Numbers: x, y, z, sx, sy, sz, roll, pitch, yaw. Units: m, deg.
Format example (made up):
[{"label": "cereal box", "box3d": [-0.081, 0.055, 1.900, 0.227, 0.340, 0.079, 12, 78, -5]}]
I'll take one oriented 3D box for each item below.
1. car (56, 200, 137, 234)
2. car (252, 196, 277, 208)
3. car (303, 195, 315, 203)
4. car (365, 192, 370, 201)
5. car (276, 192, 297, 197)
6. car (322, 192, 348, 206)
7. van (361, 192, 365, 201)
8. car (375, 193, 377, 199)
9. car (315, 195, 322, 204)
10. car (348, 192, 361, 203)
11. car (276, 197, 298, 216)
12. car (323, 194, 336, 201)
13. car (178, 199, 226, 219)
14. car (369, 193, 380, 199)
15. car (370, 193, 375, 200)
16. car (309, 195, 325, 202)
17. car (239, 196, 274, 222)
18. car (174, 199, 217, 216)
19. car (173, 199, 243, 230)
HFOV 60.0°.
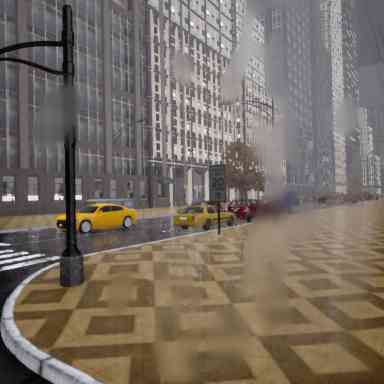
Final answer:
[{"label": "car", "box3d": [-5.436, 1.441, 19.406, 1.882, 1.535, 5.008, -2, -1, 35]}, {"label": "car", "box3d": [10.089, 1.328, 46.308, 1.967, 1.590, 4.097, -2, -1, 35]}, {"label": "car", "box3d": [22.860, 1.233, 64.682, 1.967, 1.590, 4.097, -2, -1, 35]}, {"label": "car", "box3d": [32.709, 0.980, 64.669, 1.967, 1.590, 4.097, -2, -1, 35]}, {"label": "car", "box3d": [12.802, 1.032, 45.521, 2.150, 2.045, 5.566, -2, -1, 35]}, {"label": "car", "box3d": [20.009, 1.159, 46.500, 1.752, 1.417, 4.829, -2, -1, 35]}, {"label": "van", "box3d": [29.504, 0.904, 60.096, 1.690, 1.788, 3.998, -2, -1, 35]}, {"label": "car", "box3d": [39.146, 1.061, 73.798, 1.947, 1.339, 4.313, -2, -1, 35]}, {"label": "car", "box3d": [21.687, 1.154, 53.261, 1.882, 1.535, 5.008, -2, -1, 35]}, {"label": "car", "box3d": [26.291, 1.027, 55.528, 1.967, 1.590, 4.097, -2, -1, 35]}, {"label": "car", "box3d": [7.155, 1.320, 28.024, 1.802, 1.307, 4.206, -2, -1, 35]}, {"label": "car", "box3d": [32.441, 1.271, 78.460, 1.887, 1.381, 4.507, -2, -1, 35]}, {"label": "car", "box3d": [0.940, 1.433, 28.573, 1.812, 1.442, 4.674, -2, -1, 35]}, {"label": "car", "box3d": [45.520, 1.005, 82.969, 2.008, 1.369, 4.403, -2, -1, 35]}, {"label": "car", "box3d": [35.916, 0.833, 69.241, 2.192, 1.841, 5.009, -2, -1, 35]}, {"label": "car", "box3d": [26.055, 1.314, 69.274, 1.887, 1.381, 4.507, -2, -1, 35]}, {"label": "car", "box3d": [3.965, 1.206, 23.440, 1.967, 1.590, 4.097, -2, -1, 35]}, {"label": "car", "box3d": [0.416, 1.492, 32.387, 1.752, 1.417, 4.829, -2, -1, 35]}, {"label": "car", "box3d": [0.876, 1.318, 18.993, 1.752, 1.417, 4.829, -2, -1, 35]}]
